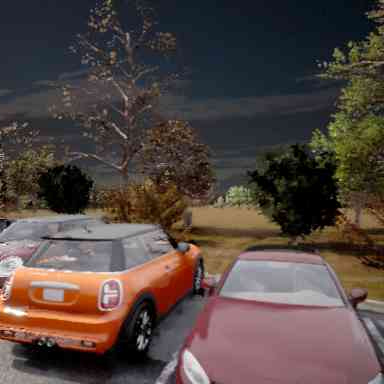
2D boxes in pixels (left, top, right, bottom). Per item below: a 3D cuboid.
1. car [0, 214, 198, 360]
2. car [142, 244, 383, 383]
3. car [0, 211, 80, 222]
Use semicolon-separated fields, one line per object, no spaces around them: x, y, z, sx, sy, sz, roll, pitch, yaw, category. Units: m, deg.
-1.215;1.382;6.347;2.185;1.767;4.553;0;-1;16;car
1.219;1.533;4.640;2.002;1.452;4.674;0;-1;16;car
-3.609;1.398;8.141;2.185;1.767;4.553;0;-1;16;car
